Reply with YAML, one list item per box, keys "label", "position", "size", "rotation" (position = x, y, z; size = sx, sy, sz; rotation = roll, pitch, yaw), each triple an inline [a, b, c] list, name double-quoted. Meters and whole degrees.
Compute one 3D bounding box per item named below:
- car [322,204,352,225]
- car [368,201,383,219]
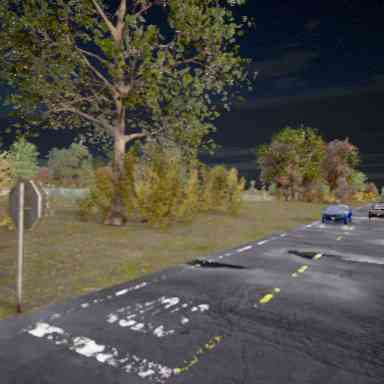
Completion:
- label: "car"
  position: [12.131, 1.785, 27.720]
  size: [1.882, 1.535, 5.008]
  rotation: [2, 0, 31]
- label: "car"
  position: [19.076, 2.001, 33.778]
  size: [2.128, 1.511, 4.902]
  rotation: [2, 0, 31]
